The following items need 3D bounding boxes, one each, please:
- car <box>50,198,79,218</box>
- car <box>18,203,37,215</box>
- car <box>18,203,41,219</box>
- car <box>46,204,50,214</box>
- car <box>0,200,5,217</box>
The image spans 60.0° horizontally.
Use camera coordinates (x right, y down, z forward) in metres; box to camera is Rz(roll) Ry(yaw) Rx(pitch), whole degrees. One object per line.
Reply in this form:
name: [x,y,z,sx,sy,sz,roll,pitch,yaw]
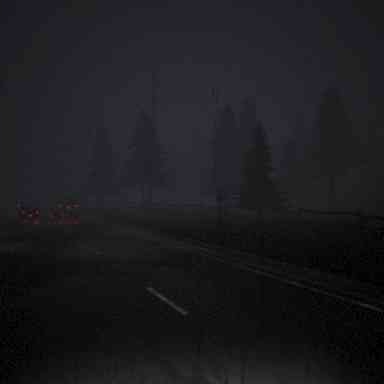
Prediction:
car: [-13.440,1.636,35.333,2.150,2.045,5.566,0,-1,-28]
car: [-20.330,2.038,40.991,1.994,1.385,4.181,0,-1,-28]
car: [-16.234,1.986,33.258,1.895,1.301,4.718,0,-1,-28]
car: [-17.957,2.038,43.855,1.812,1.442,4.674,0,-1,-27]
car: [-21.495,1.913,35.716,1.837,1.490,4.892,0,0,-28]
